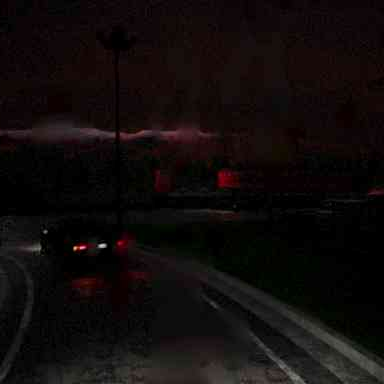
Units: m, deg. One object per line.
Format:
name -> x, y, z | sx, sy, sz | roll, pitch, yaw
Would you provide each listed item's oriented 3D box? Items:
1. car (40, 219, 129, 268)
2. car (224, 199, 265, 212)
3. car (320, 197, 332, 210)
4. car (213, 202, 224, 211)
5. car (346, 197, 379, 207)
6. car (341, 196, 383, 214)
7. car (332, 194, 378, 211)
car -> -4.026, 1.664, 11.869 | 2.033, 1.411, 5.357 | 0, 0, -33
car -> 6.926, 1.705, 42.054 | 4.892, 1.490, 1.837 | 0, 0, -22
car -> 19.281, 1.307, 43.155 | 5.566, 2.045, 2.150 | 0, 0, -21
car -> 5.273, 1.714, 45.162 | 5.008, 1.535, 1.882 | 0, 0, -22
car -> 27.632, 1.548, 53.854 | 5.008, 1.535, 1.882 | 0, -1, -21
car -> 18.867, 1.518, 35.473 | 5.008, 1.535, 1.882 | 0, 0, -21
car -> 19.990, 1.278, 39.679 | 5.566, 2.045, 2.150 | 0, 0, -21
